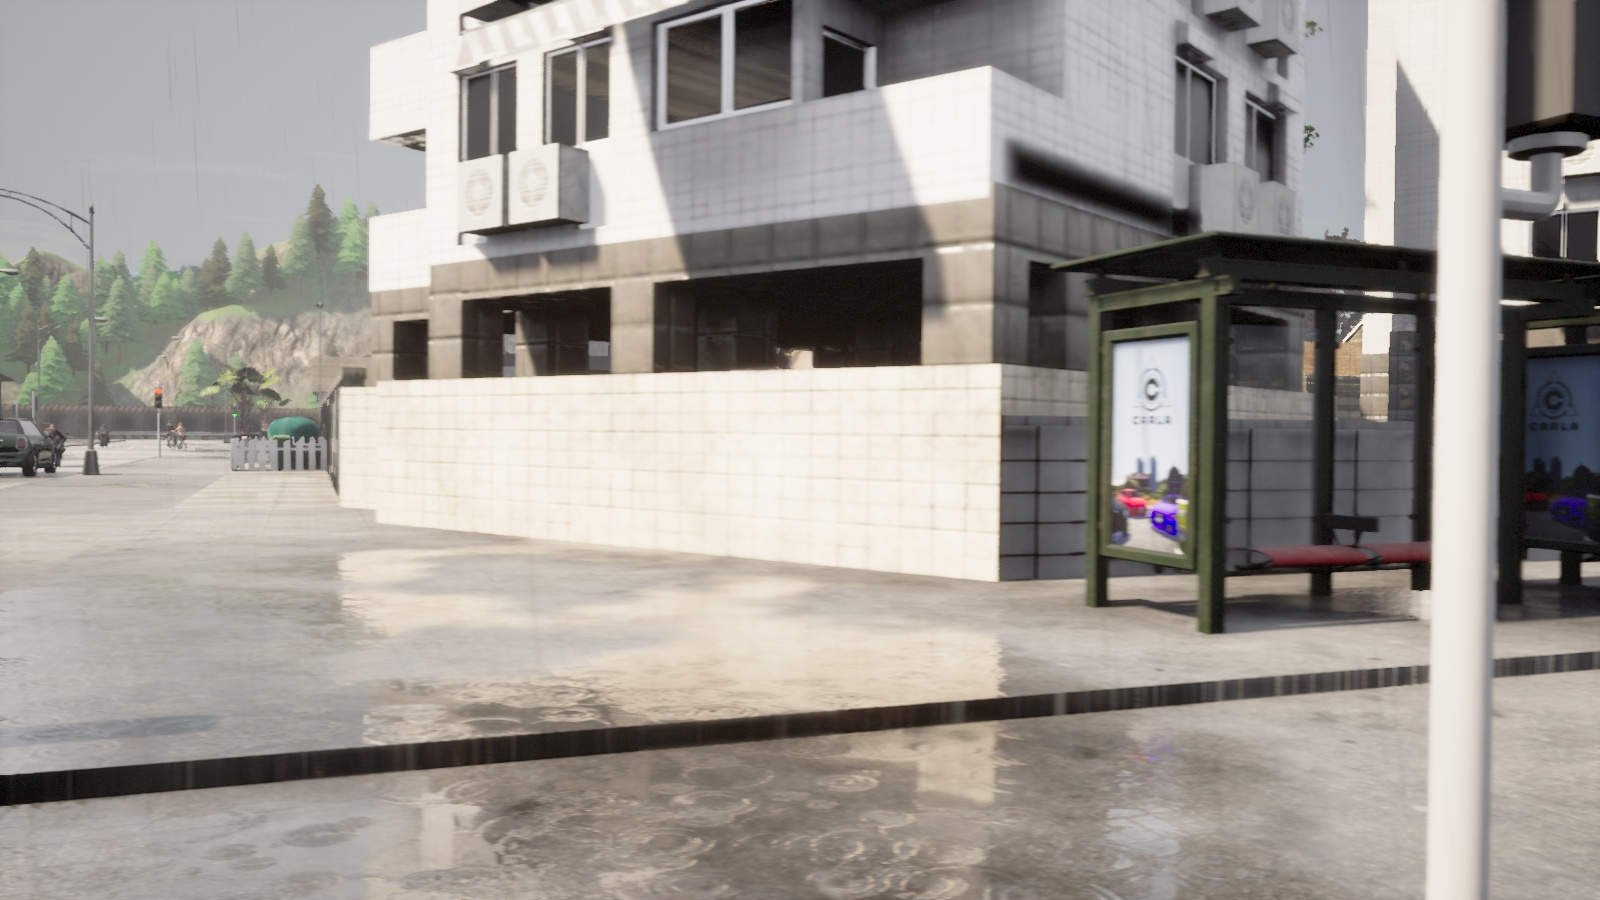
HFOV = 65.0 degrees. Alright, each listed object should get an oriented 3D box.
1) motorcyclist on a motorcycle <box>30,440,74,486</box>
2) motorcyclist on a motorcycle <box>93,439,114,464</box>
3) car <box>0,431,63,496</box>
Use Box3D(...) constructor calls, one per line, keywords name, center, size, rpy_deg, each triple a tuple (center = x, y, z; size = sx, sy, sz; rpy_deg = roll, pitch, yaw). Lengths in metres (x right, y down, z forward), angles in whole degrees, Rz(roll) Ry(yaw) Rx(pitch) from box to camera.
Box3D(name="motorcyclist on a motorcycle", center=(-25.940, 0.444, 43.585), size=(0.866, 1.530, 2.191), rpy_deg=(-1, 1, -19))
Box3D(name="motorcyclist on a motorcycle", center=(-44.840, 0.074, 80.869), size=(0.866, 1.530, 2.191), rpy_deg=(-1, 1, -22))
Box3D(name="car", center=(-23.008, 0.346, 36.422), size=(2.097, 1.767, 4.553), rpy_deg=(-1, 1, -22))
